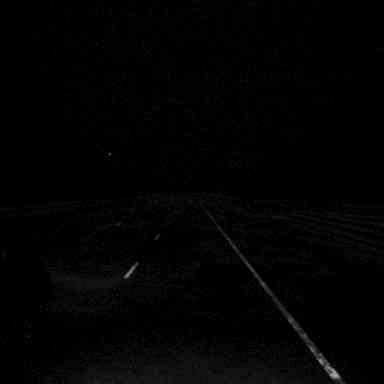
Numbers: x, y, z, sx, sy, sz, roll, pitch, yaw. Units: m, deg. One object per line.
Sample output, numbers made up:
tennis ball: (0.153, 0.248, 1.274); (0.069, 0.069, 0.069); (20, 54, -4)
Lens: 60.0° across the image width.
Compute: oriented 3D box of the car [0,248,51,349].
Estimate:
car: (-3.403, 1.228, 3.136); (2.150, 2.045, 5.566); (0, 0, 0)

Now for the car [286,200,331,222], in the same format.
car: (9.779, 1.472, 28.206); (2.097, 1.767, 4.553); (0, 0, -11)
